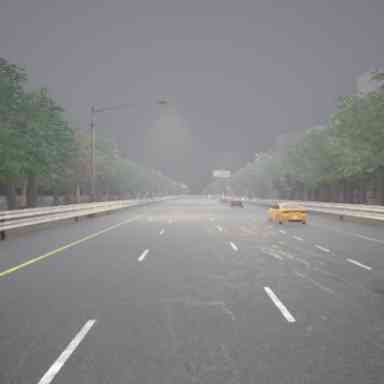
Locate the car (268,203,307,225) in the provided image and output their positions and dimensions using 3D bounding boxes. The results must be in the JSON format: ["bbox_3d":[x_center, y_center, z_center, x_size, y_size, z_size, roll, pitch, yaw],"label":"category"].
[{"bbox_3d":[7.035,1.576,25.013,1.882,1.535,5.008,0,0,0],"label":"car"}]

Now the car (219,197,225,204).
[{"bbox_3d":[7.331,1.973,77.903,2.033,1.411,5.357,0,0,0],"label":"car"}]

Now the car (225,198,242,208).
[{"bbox_3d":[7.168,1.761,55.198,1.882,1.535,5.008,0,0,0],"label":"car"}]
